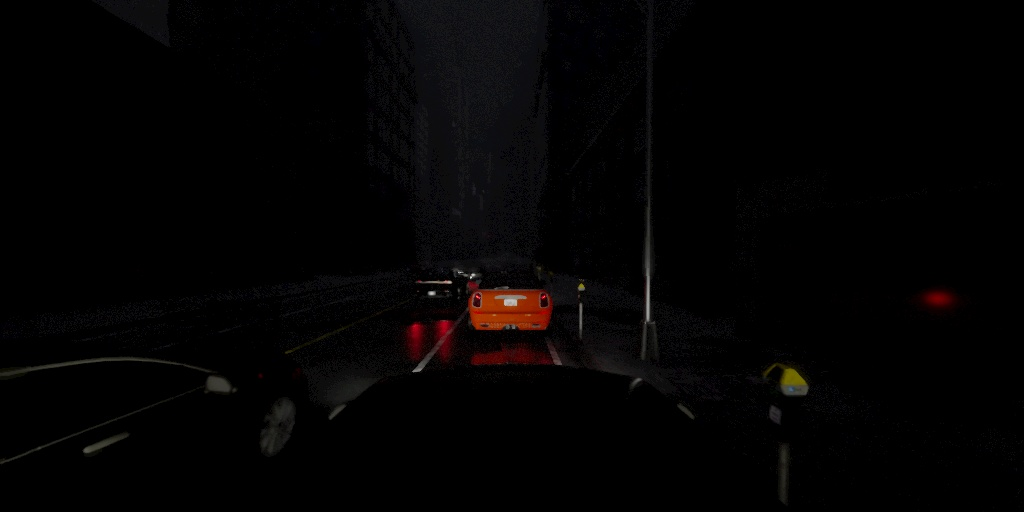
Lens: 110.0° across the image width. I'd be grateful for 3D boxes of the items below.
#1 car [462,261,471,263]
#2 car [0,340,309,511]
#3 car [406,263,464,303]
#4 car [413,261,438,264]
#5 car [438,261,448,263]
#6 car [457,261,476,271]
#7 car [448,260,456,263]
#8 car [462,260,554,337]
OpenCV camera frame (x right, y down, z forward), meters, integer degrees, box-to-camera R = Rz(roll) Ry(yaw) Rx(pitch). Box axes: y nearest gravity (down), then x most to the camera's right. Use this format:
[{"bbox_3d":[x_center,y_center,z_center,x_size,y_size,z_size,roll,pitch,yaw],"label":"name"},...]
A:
[{"bbox_3d":[-3.141,1.257,31.507,1.837,1.490,4.892,0,0,0],"label":"car"},{"bbox_3d":[-3.145,1.256,1.978,1.837,1.490,4.892,0,0,0],"label":"car"},{"bbox_3d":[-3.142,1.240,16.502,2.128,1.511,4.902,0,0,0],"label":"car"},{"bbox_3d":[-8.909,1.189,34.934,1.967,1.591,4.097,0,0,0],"label":"car"},{"bbox_3d":[-8.909,1.317,40.439,1.948,1.339,4.313,0,0,0],"label":"car"},{"bbox_3d":[-6.147,1.354,48.836,1.895,1.301,4.718,0,0,0],"label":"car"},{"bbox_3d":[-8.909,1.303,45.944,2.007,1.370,4.403,0,0,0],"label":"car"},{"bbox_3d":[-0.032,1.101,10.472,2.097,1.767,4.553,0,0,0],"label":"car"}]
